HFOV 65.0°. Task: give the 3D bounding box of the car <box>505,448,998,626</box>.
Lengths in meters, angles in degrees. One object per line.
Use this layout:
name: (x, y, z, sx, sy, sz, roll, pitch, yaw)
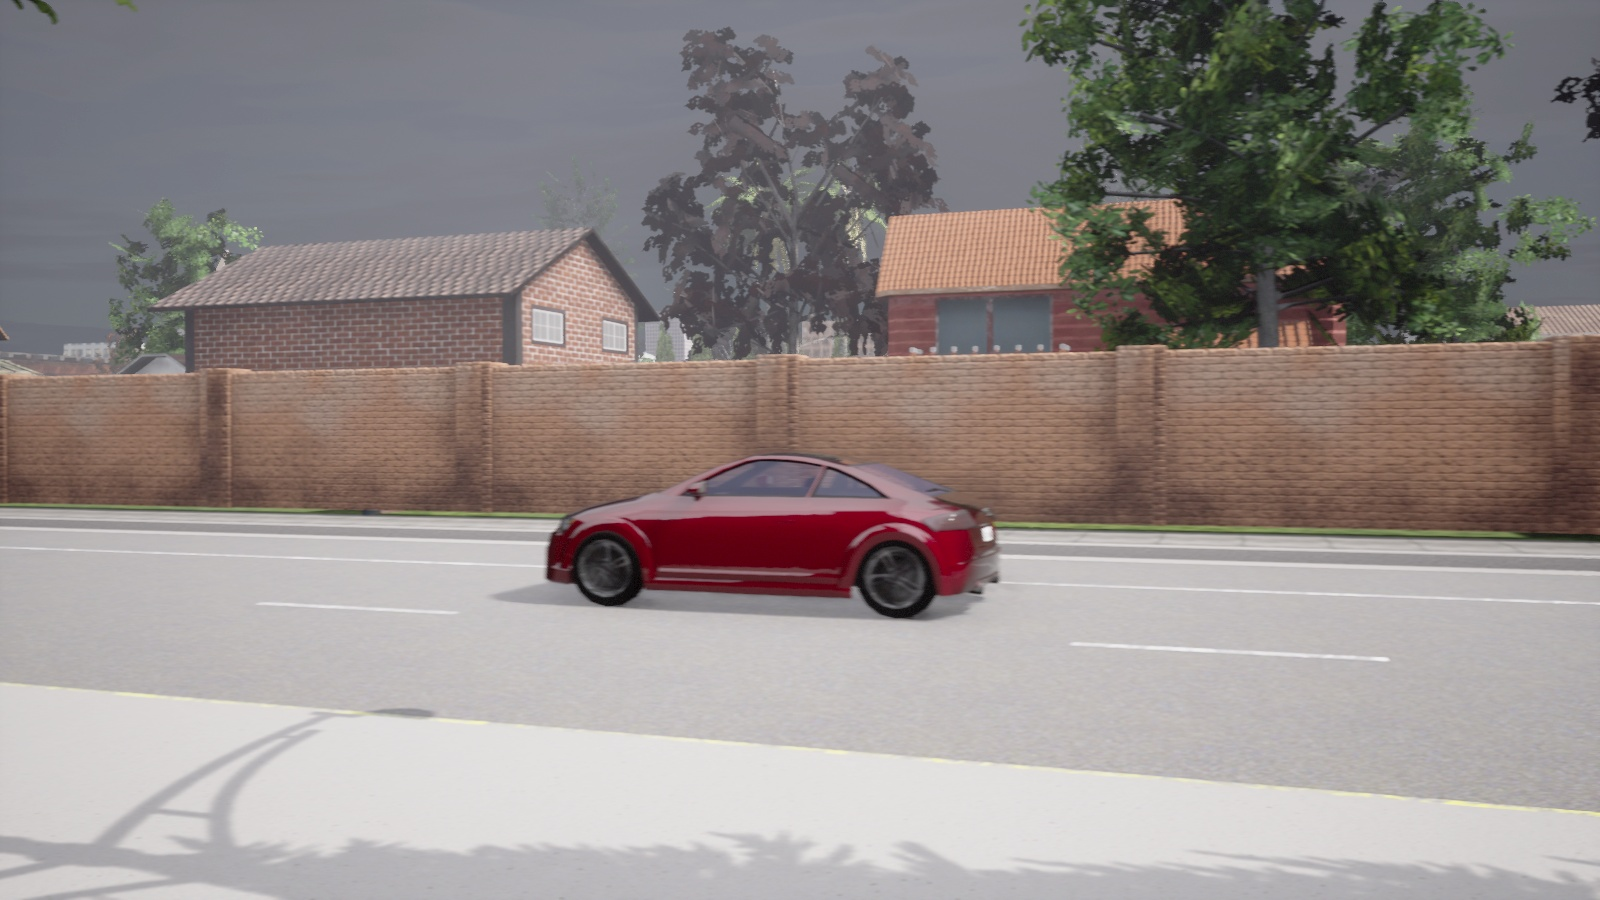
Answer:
car: (-0.400, 0.700, 11.769, 4.181, 1.385, 1.994, 1, 1, 19)
